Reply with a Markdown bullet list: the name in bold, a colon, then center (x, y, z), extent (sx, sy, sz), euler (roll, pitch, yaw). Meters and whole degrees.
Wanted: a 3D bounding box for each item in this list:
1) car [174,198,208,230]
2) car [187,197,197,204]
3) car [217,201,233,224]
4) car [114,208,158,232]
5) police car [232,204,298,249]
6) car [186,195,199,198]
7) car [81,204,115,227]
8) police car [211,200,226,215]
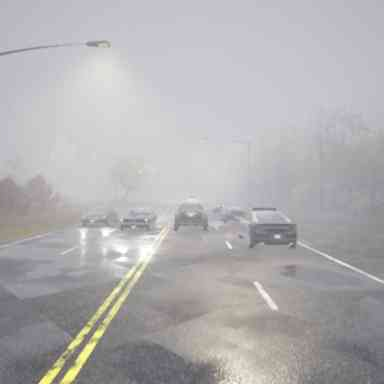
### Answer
- **car**: center (-0.049, 1.474, 22.286), extent (2.097, 1.767, 4.553), euler (0, 0, 0)
- **car**: center (-0.004, 1.855, 75.857), extent (2.033, 1.411, 5.357), euler (0, 0, 0)
- **car**: center (3.250, 1.660, 26.102), extent (1.812, 1.442, 4.674), euler (0, 0, 0)
- **car**: center (-3.351, 1.719, 21.382), extent (1.895, 1.301, 4.718), euler (0, 0, 0)
- **police car**: center (3.254, 1.499, 15.209), extent (1.930, 1.638, 5.238), euler (0, 0, 0)
- **car**: center (0.079, 1.492, 58.465), extent (2.150, 2.045, 5.566), euler (0, 0, 0)
- **car**: center (-6.601, 1.659, 24.399), extent (1.812, 1.442, 4.674), euler (0, 0, 0)
- **police car**: center (3.250, 1.692, 37.106), extent (2.038, 1.542, 4.974), euler (0, -1, 0)
